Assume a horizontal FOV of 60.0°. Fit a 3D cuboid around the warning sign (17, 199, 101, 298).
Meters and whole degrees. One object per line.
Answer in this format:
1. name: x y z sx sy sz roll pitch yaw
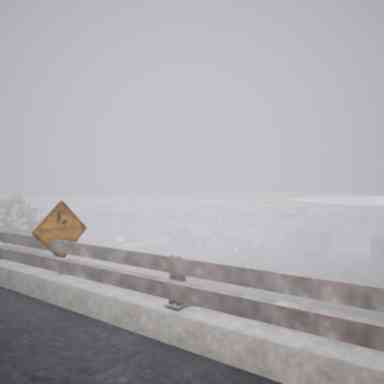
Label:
1. warning sign: -2.862 1.106 7.216 1.060 1.860 1.300 1 0 36
